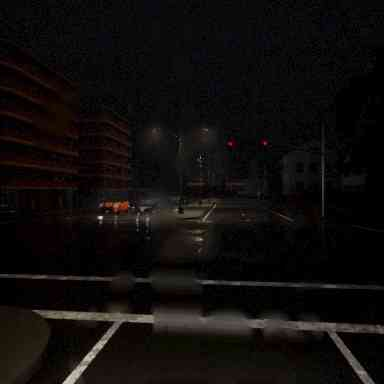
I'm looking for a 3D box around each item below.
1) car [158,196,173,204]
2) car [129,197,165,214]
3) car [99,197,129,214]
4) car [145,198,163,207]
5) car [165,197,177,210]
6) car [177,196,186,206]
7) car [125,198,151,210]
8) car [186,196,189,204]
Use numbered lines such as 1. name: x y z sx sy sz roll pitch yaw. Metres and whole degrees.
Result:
1. car: -5.062 1.564 63.874 1.994 1.385 4.181 0 0 6
2. car: -4.590 1.491 34.880 2.128 1.511 4.902 0 0 6
3. car: -8.105 1.352 34.951 2.097 1.767 4.553 0 0 6
4. car: -6.124 1.601 53.900 1.895 1.301 4.718 0 0 6
5. car: -3.634 1.601 44.090 1.895 1.301 4.718 0 0 6
6. car: -2.684 1.491 53.135 2.128 1.511 4.902 0 0 6
7. car: -7.120 1.545 44.369 2.033 1.411 5.357 0 0 6
8. car: -1.631 1.505 63.037 1.837 1.490 4.892 0 0 7
